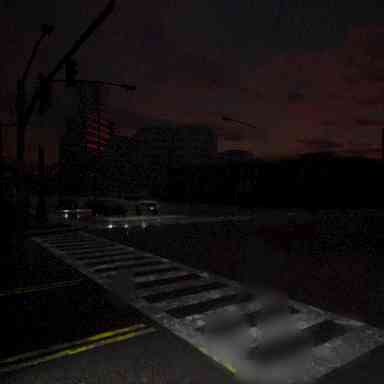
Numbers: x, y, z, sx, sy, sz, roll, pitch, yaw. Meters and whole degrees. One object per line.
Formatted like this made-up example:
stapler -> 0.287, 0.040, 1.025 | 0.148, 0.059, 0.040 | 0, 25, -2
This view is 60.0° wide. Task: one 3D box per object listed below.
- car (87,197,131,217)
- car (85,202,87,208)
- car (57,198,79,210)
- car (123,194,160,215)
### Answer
car -> -8.014, 1.478, 31.851 | 1.882, 1.535, 5.008 | 0, 0, -36
car -> -12.911, 1.564, 44.743 | 1.994, 1.385, 4.181 | 0, 0, -35
car -> -16.193, 1.503, 43.306 | 1.837, 1.490, 4.892 | 0, 0, -35
car -> -5.462, 1.221, 34.307 | 2.150, 2.045, 5.566 | 0, 0, -36
